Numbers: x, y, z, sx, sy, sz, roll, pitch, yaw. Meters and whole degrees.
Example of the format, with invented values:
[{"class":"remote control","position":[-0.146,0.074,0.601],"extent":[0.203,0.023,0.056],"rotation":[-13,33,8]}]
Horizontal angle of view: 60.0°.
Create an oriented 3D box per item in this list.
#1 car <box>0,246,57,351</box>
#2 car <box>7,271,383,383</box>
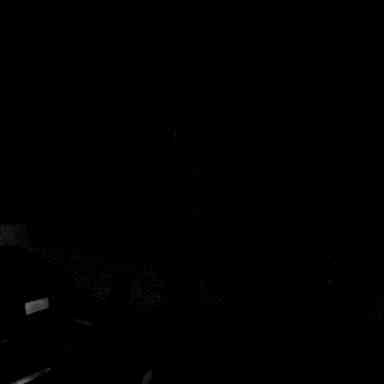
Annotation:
[{"class":"car","position":[-3.825,1.627,5.806],"extent":[4.313,1.339,1.947],"rotation":[-1,0,35]},{"class":"car","position":[0.653,1.553,2.612],"extent":[4.507,1.381,1.887],"rotation":[-1,0,35]}]
